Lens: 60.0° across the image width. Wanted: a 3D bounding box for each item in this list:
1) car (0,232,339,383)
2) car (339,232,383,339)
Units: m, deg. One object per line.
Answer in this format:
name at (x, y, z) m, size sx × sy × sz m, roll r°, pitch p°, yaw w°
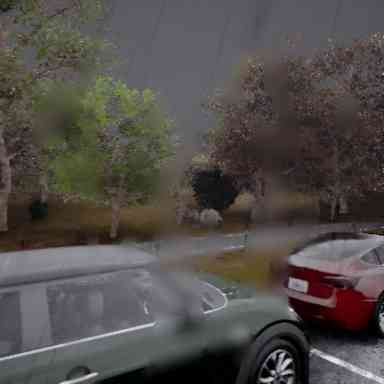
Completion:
car at (-0.876, 1.360, 3.431) m, size 4.553 × 1.767 × 2.185 m, roll -1°, pitch 0°, yaw -33°
car at (3.682, 1.537, 6.692) m, size 4.792 × 1.488 × 2.163 m, roll -1°, pitch -1°, yaw -33°
